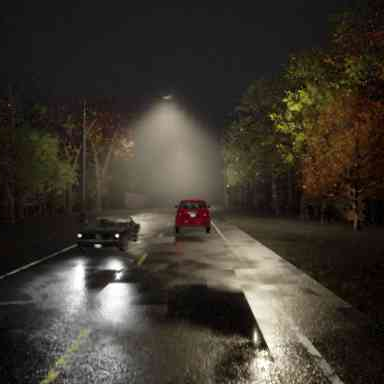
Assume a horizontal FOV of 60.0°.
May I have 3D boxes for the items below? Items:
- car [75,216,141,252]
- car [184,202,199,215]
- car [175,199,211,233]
[{"bbox_3d":[-3.563,1.770,14.855,1.895,1.301,4.718,0,-1,0],"label":"car"},{"bbox_3d":[-0.053,1.991,40.943,1.812,1.442,4.674,0,-1,0],"label":"car"},{"bbox_3d":[0.042,1.471,21.884,2.150,2.045,5.566,0,-1,0],"label":"car"}]
